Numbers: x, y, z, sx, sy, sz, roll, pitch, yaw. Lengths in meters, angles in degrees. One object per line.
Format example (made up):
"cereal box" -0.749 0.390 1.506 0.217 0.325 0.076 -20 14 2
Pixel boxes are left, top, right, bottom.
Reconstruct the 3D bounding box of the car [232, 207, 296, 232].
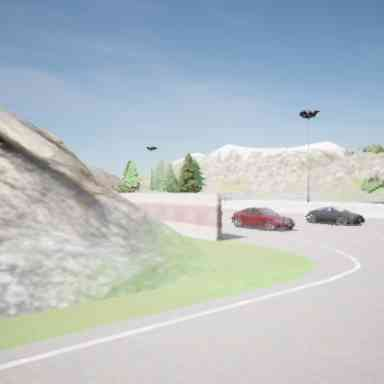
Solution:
"car" 4.662 1.743 22.197 1.812 1.442 4.674 0 0 -35

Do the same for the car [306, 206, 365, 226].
"car" 10.908 1.790 25.486 1.994 1.385 4.181 0 0 -35
